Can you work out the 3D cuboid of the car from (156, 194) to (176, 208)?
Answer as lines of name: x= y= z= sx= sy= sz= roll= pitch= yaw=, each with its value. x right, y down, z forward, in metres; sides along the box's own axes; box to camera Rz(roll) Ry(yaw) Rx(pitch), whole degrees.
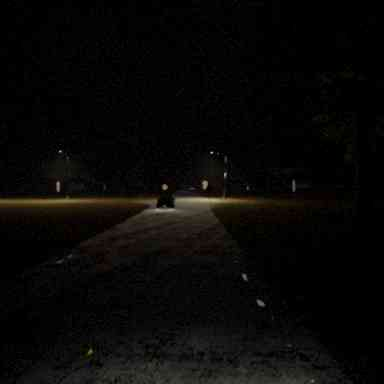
car: x=-2.756 y=0.973 z=36.347 sx=2.033 sy=1.411 sz=5.357 roll=0 pitch=2 yaw=0

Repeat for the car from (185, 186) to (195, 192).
car: x=-0.011 y=-0.727 z=91.596 sx=2.128 sy=1.511 sz=4.902 roll=0 pitch=2 yaw=0
